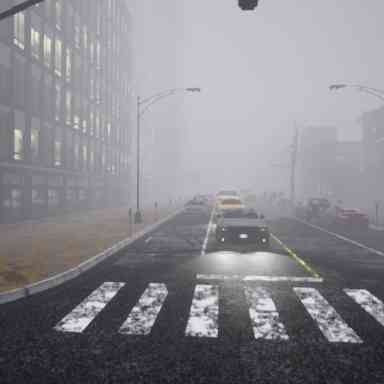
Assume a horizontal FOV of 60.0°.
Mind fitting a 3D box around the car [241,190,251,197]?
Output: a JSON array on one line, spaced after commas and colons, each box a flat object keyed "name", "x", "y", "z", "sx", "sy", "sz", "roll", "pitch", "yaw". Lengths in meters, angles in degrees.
[{"name": "car", "x": 13.706, "y": 0.283, "z": 84.548, "sx": 1.967, "sy": 1.590, "sz": 4.097, "roll": 1, "pitch": 1, "yaw": 5}]

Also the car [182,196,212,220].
[{"name": "car", "x": 0.285, "y": 1.223, "z": 24.451, "sx": 1.802, "sy": 1.307, "sz": 4.206, "roll": 1, "pitch": 1, "yaw": 5}]

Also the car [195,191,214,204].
[{"name": "car", "x": 0.748, "y": 1.011, "z": 29.975, "sx": 1.967, "sy": 1.590, "sz": 4.097, "roll": 1, "pitch": 1, "yaw": 5}]

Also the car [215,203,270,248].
[{"name": "car", "x": 1.980, "y": 1.351, "z": 13.679, "sx": 1.994, "sy": 1.385, "sz": 4.181, "roll": 0, "pitch": 1, "yaw": 5}]

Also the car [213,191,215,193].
[{"name": "car", "x": 2.128, "y": 0.933, "z": 46.558, "sx": 1.802, "sy": 1.307, "sz": 4.206, "roll": 1, "pitch": 1, "yaw": 5}]

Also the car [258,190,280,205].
[{"name": "car", "x": 10.484, "y": 0.706, "z": 45.859, "sx": 2.192, "sy": 1.841, "sz": 5.009, "roll": 1, "pitch": 1, "yaw": 5}]

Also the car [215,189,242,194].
[{"name": "car", "x": 3.738, "y": 0.741, "z": 34.657, "sx": 2.150, "sy": 2.045, "sz": 5.566, "roll": 0, "pitch": 1, "yaw": 5}]

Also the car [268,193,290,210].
[{"name": "car", "x": 9.559, "y": 1.089, "z": 34.808, "sx": 2.008, "sy": 1.369, "sz": 4.403, "roll": 1, "pitch": 1, "yaw": 5}]

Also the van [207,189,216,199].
[{"name": "van", "x": 3.975, "y": 0.384, "z": 68.662, "sx": 1.690, "sy": 1.788, "sz": 3.998, "roll": 1, "pitch": 1, "yaw": 5}]

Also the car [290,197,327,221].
[{"name": "car", "x": 8.639, "y": 1.121, "z": 23.753, "sx": 1.967, "sy": 1.590, "sz": 4.097, "roll": 1, "pitch": 1, "yaw": 5}]

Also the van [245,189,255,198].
[{"name": "van", "x": 12.787, "y": 0.344, "z": 73.494, "sx": 1.690, "sy": 1.788, "sz": 3.998, "roll": 1, "pitch": 1, "yaw": 5}]

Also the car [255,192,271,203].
[{"name": "car", "x": 10.955, "y": 0.839, "z": 51.559, "sx": 1.752, "sy": 1.417, "sz": 4.829, "roll": 1, "pitch": 1, "yaw": 5}]

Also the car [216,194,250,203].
[{"name": "car", "x": 2.838, "y": 1.134, "z": 24.010, "sx": 1.882, "sy": 1.535, "sz": 5.008, "roll": 0, "pitch": 1, "yaw": 5}]

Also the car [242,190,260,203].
[{"name": "car", "x": 7.649, "y": 0.914, "z": 43.784, "sx": 1.837, "sy": 1.490, "sz": 4.892, "roll": 0, "pitch": 1, "yaw": 5}]

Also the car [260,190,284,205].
[{"name": "car", "x": 10.023, "y": 0.781, "z": 40.330, "sx": 2.192, "sy": 1.841, "sz": 5.009, "roll": 1, "pitch": 1, "yaw": 5}]

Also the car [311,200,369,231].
[{"name": "car", "x": 8.176, "y": 1.333, "z": 18.226, "sx": 1.802, "sy": 1.307, "sz": 4.206, "roll": 1, "pitch": 1, "yaw": 5}]
